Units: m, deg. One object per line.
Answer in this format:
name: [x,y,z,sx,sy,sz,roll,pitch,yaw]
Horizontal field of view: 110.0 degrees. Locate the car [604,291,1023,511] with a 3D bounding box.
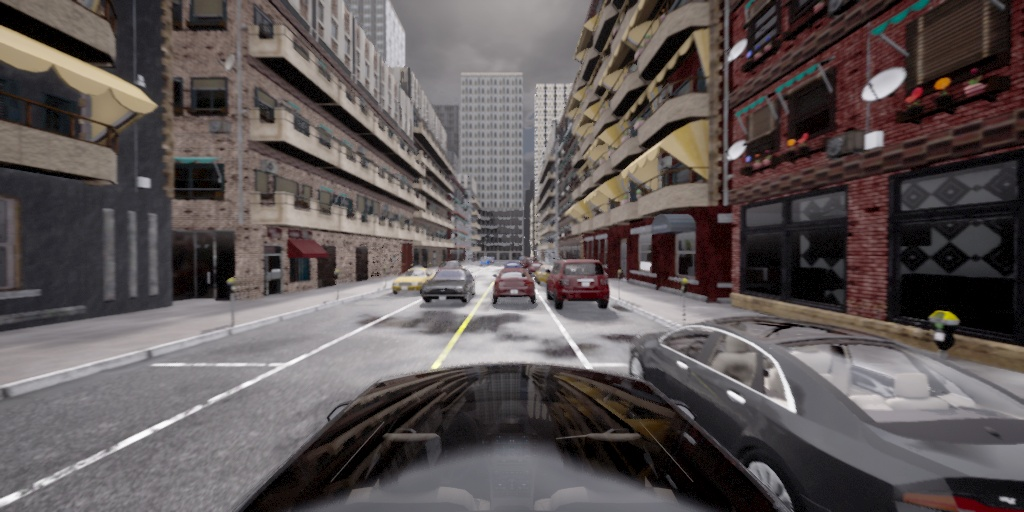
car: [2.564,1.300,3.694,2.007,1.370,4.403,0,0,0]

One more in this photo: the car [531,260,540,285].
car: [2.561,1.264,26.060,1.751,1.417,4.829,0,0,0]

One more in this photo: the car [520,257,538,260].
car: [2.559,1.040,48.086,2.192,1.841,5.009,0,0,0]

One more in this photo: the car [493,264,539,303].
car: [0.085,1.268,16.652,1.812,1.442,4.674,0,0,0]

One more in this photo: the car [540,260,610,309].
car: [2.563,1.058,14.792,2.192,1.841,5.009,0,0,0]

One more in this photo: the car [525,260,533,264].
car: [2.560,1.314,36.988,1.802,1.307,4.207,0,0,0]

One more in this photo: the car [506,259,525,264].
car: [0.095,1.258,36.006,1.812,1.442,4.674,0,0,0]

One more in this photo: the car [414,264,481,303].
car: [-2.753,1.290,16.858,2.033,1.411,5.357,0,0,0]

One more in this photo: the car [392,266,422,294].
car: [-5.319,1.266,20.149,1.751,1.417,4.829,0,0,0]

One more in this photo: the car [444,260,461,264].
car: [-5.320,1.175,31.417,1.967,1.591,4.097,0,0,0]
